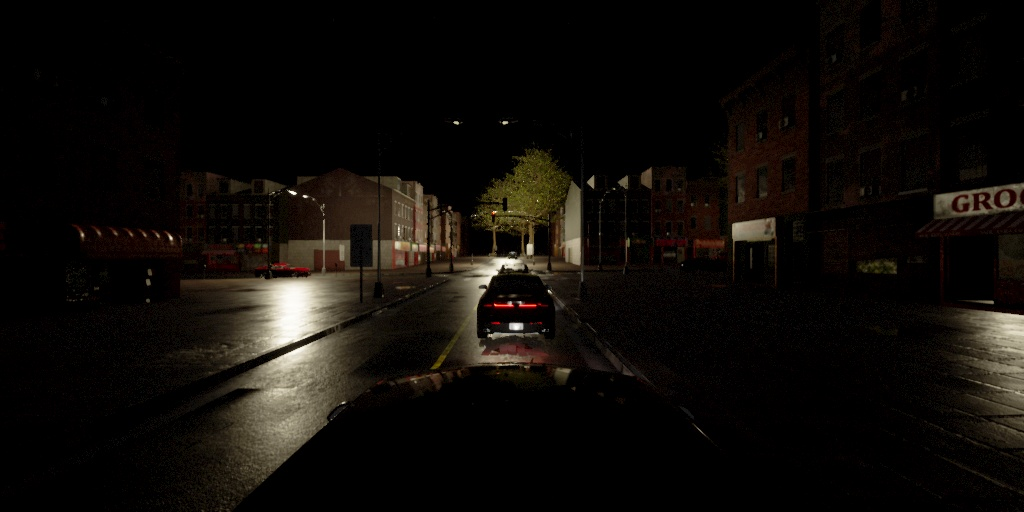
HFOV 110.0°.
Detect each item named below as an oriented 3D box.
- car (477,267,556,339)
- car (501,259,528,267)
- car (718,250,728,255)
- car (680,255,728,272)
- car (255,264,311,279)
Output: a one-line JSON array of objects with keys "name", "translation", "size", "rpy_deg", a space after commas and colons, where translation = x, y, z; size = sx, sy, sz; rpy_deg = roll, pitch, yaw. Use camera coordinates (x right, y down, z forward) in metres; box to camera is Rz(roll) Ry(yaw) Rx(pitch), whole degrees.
[{"name": "car", "translation": [0.104, 1.229, 9.996], "size": [1.837, 1.490, 4.892], "rpy_deg": [0, 0, 0]}, {"name": "car", "translation": [0.135, 1.131, 19.360], "size": [2.128, 1.511, 4.902], "rpy_deg": [0, 1, 0]}, {"name": "car", "translation": [21.352, 0.413, 34.708], "size": [5.566, 2.045, 2.150], "rpy_deg": [-1, 0, 0]}, {"name": "car", "translation": [17.277, 0.815, 31.962], "size": [4.313, 1.339, 1.948], "rpy_deg": [0, 0, 0]}, {"name": "car", "translation": [-20.305, 1.352, 31.903], "size": [4.507, 1.381, 1.888], "rpy_deg": [0, 0, 0]}]
